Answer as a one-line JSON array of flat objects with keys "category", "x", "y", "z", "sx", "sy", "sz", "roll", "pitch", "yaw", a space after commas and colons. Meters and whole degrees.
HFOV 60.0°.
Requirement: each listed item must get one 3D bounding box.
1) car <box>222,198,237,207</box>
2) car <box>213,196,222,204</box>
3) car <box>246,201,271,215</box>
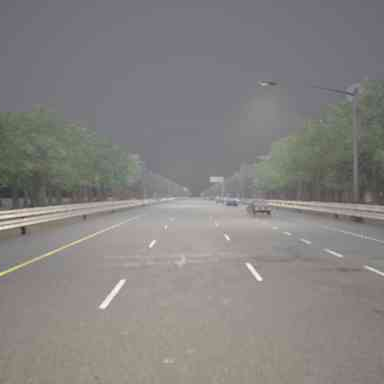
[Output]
[{"category": "car", "x": 7.202, "y": 1.977, "z": 61.899, "sx": 1.882, "sy": 1.535, "sz": 5.008, "roll": 0, "pitch": -1, "yaw": 0}, {"category": "car", "x": 7.424, "y": 2.216, "z": 89.224, "sx": 2.097, "sy": 1.767, "sz": 4.553, "roll": 0, "pitch": -1, "yaw": 1}, {"category": "car", "x": 7.064, "y": 1.712, "z": 35.555, "sx": 2.033, "sy": 1.411, "sz": 5.357, "roll": 0, "pitch": -1, "yaw": 0}]
